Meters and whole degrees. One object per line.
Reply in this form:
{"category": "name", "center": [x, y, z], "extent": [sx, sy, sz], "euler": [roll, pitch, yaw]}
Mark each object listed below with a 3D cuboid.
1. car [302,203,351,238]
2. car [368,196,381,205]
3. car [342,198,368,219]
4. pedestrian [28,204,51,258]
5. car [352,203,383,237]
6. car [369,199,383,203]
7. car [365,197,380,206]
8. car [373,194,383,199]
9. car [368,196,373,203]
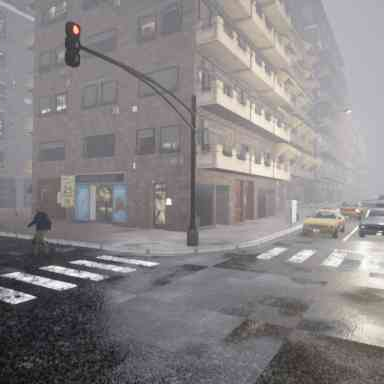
{"category": "car", "center": [7.193, 1.534, 17.918], "extent": [1.752, 1.417, 4.829], "euler": [1, 1, 31]}
{"category": "car", "center": [33.748, 1.482, 61.406], "extent": [1.967, 1.590, 4.097], "euler": [1, 1, 31]}
{"category": "car", "center": [13.163, 1.455, 27.695], "extent": [1.967, 1.590, 4.097], "euler": [1, 1, 31]}
{"category": "pedestrian", "center": [-5.079, 1.291, 11.076], "extent": [0.375, 1.860, 0.375], "euler": [0, -1, 32]}
{"category": "car", "center": [9.992, 1.557, 17.561], "extent": [2.033, 1.411, 5.357], "euler": [0, 0, 31]}
{"category": "car", "center": [15.159, 1.541, 26.010], "extent": [1.812, 1.442, 4.674], "euler": [0, 0, 32]}
{"category": "car", "center": [30.805, 1.588, 56.591], "extent": [2.008, 1.369, 4.403], "euler": [1, 1, 31]}
{"category": "car", "center": [20.782, 1.243, 35.158], "extent": [2.150, 2.045, 5.566], "euler": [0, 0, 32]}
{"category": "car", "center": [24.924, 1.574, 46.959], "extent": [1.887, 1.381, 4.507], "euler": [1, 1, 31]}
